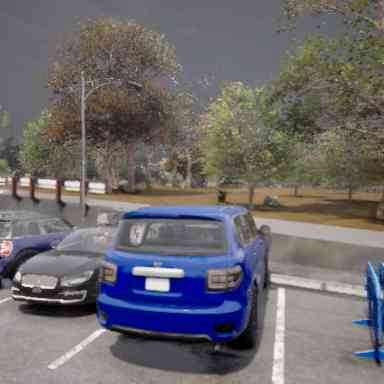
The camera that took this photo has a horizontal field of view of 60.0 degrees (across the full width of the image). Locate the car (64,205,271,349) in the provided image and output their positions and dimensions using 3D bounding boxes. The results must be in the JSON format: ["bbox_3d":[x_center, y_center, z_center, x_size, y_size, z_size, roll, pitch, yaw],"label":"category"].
[{"bbox_3d":[0.295,1.271,6.652,2.435,2.045,5.566,-1,-1,16],"label":"car"}]

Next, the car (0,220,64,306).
[{"bbox_3d":[-2.157,1.551,8.383,2.231,1.521,4.892,0,-1,16],"label":"car"}]

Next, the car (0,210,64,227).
[{"bbox_3d":[-4.630,1.453,10.109,2.185,1.767,4.553,-1,-1,15],"label":"car"}]
